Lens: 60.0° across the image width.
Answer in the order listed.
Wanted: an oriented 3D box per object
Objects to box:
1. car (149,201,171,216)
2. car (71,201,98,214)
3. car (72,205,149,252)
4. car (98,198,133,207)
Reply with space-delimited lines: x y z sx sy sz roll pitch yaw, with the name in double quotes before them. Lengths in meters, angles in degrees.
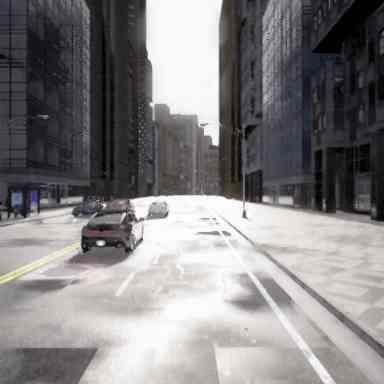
"car" -3.190 1.565 32.456 1.812 1.442 4.674 0 0 0
"car" -9.811 1.592 31.988 2.033 1.411 5.357 0 0 0
"car" -3.166 1.524 13.946 1.837 1.490 4.892 0 0 0
"car" -6.578 1.391 30.116 2.097 1.767 4.553 0 0 0
